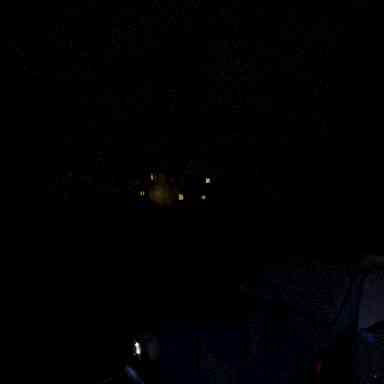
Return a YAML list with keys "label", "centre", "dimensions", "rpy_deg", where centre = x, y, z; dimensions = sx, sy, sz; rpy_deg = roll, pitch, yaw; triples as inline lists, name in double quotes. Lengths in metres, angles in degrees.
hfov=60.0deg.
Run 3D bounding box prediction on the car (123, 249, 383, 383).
- label: "car"
  centre: [1.888, 1.546, 4.428]
  dimensions: [5.357, 1.411, 2.033]
  rpy_deg: [0, 0, -36]
